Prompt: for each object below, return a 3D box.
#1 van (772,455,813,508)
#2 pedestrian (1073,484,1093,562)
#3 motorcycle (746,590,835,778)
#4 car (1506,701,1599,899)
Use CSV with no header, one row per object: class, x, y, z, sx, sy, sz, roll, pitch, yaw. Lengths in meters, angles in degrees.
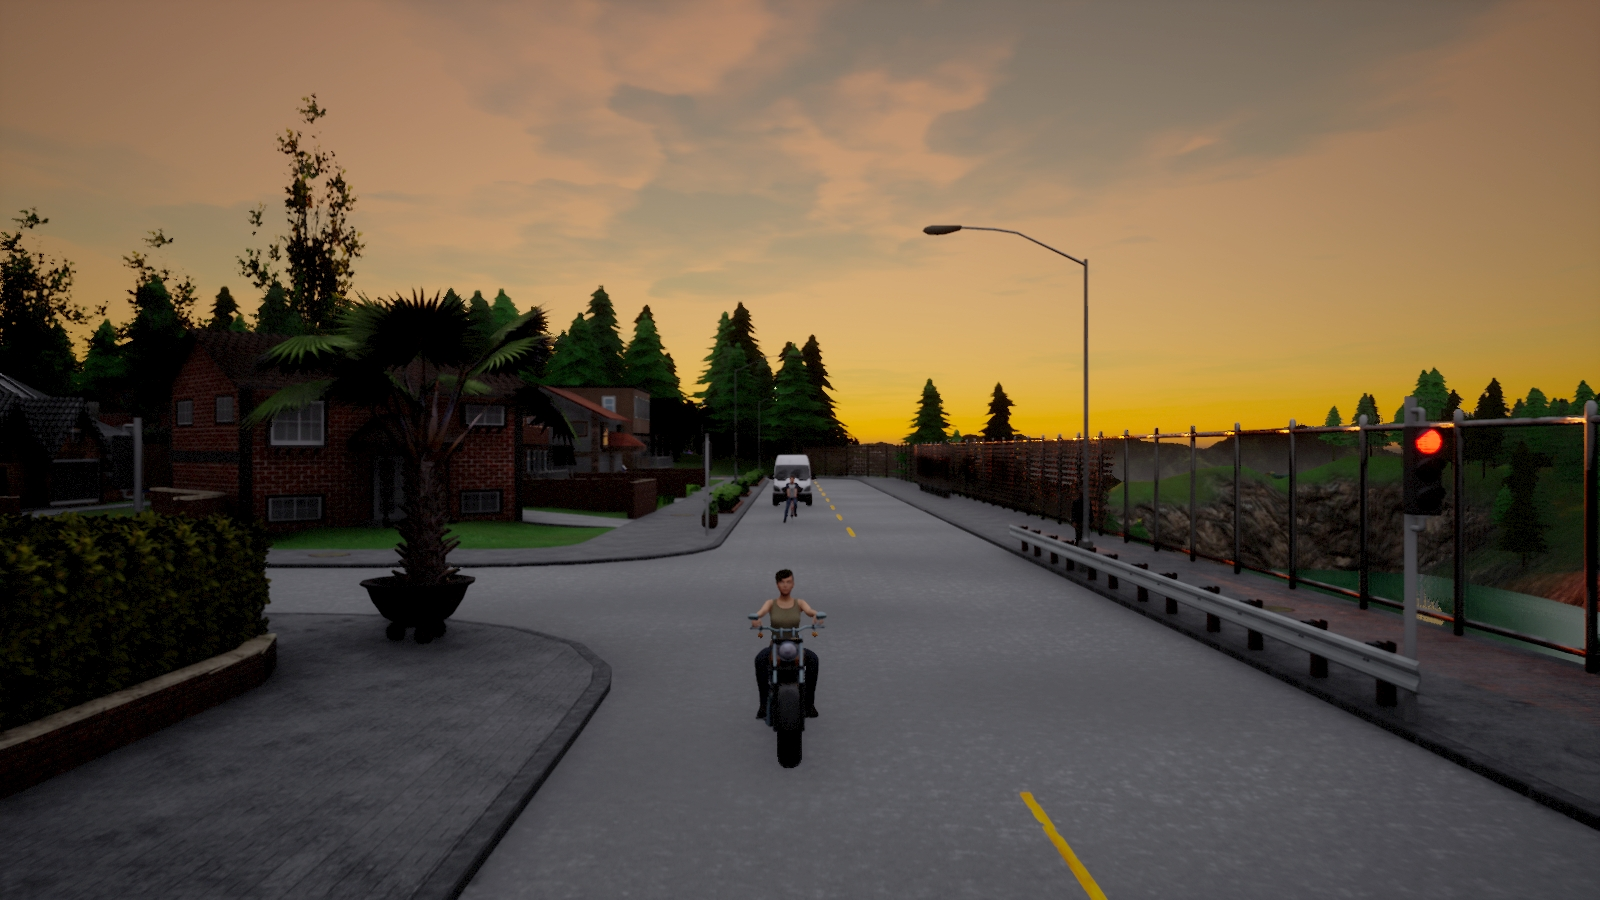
van,-0.390,1.534,58.500,1.988,2.561,5.915,0,0,0
pedestrian,6.828,1.744,27.570,0.375,1.860,0.375,0,0,-1
motorcycle,-0.129,2.155,10.995,0.764,1.307,2.356,0,0,-2
car,3.948,1.906,2.390,2.097,1.767,4.553,0,0,0
